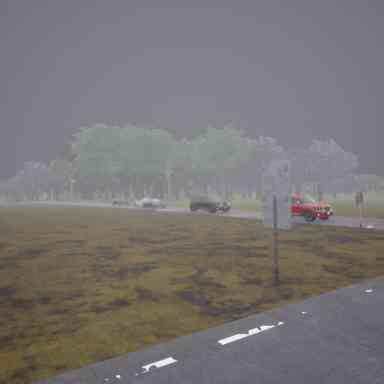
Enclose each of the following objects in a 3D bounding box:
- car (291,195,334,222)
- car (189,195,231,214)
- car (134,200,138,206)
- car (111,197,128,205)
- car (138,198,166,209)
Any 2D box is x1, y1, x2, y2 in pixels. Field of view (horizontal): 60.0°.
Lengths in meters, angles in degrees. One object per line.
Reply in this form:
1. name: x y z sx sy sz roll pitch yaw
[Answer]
1. car: 8.890 1.281 27.824 2.150 2.045 5.566 -2 1 -36
2. car: 1.910 1.317 37.499 2.150 2.045 5.566 -2 0 -37
3. car: -8.208 1.700 56.572 1.812 1.442 4.674 -2 1 -36
4. car: -14.086 1.776 64.714 2.128 1.511 4.902 -2 0 -36
5. car: -5.570 1.698 47.918 1.812 1.442 4.674 -2 1 -36
